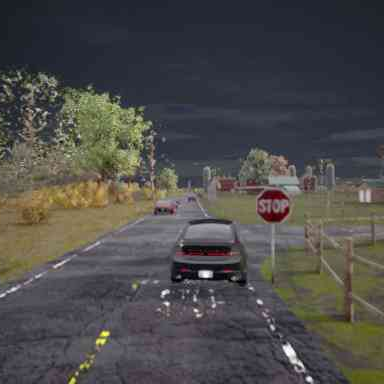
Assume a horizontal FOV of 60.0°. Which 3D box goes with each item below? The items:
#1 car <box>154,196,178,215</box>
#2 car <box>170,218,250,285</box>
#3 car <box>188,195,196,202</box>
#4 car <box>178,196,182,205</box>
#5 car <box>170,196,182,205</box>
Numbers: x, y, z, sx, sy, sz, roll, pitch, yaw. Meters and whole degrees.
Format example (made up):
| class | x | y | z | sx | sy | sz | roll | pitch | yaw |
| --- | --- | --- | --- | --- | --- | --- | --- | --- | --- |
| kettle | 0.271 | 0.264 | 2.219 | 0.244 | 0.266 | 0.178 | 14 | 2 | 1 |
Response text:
| class | x | y | z | sx | sy | sz | roll | pitch | yaw |
| --- | --- | --- | --- | --- | --- | --- | --- | --- | --- |
| car | -2.845 | 1.480 | 34.778 | 1.882 | 1.535 | 5.008 | 0 | 0 | 0 |
| car | 0.595 | 1.512 | 9.590 | 1.837 | 1.490 | 4.892 | 0 | 0 | 7 |
| car | 0.004 | 1.449 | 74.983 | 1.837 | 1.490 | 4.892 | 0 | 0 | 0 |
| car | -2.834 | 1.485 | 45.167 | 2.128 | 1.511 | 4.902 | 0 | 0 | 0 |
| car | -2.798 | 1.483 | 58.077 | 1.837 | 1.490 | 4.892 | 0 | 0 | 0 |
